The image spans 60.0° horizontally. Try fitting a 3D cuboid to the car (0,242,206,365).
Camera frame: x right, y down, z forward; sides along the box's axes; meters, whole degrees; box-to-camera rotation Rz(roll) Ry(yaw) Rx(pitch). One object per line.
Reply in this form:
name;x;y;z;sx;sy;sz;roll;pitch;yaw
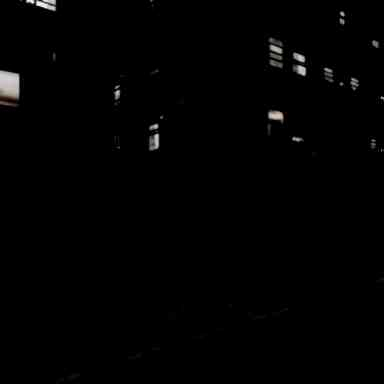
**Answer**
car;-1.850;1.547;5.237;4.507;1.381;1.887;0;0;-35
